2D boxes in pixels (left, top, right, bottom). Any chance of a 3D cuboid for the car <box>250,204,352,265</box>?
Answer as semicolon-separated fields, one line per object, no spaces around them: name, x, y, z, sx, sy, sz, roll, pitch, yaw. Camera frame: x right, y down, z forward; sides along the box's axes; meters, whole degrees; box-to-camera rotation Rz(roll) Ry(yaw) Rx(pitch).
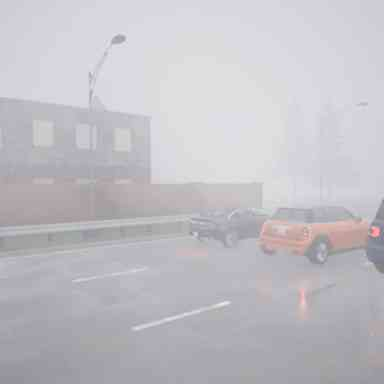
car;4.444;1.180;11.282;4.553;1.767;2.097;-1;1;-35

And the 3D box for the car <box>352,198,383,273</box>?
car;6.773;1.044;8.642;5.566;2.045;2.150;-1;1;-35

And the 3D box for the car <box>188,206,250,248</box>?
car;2.124;1.326;13.928;4.902;1.511;2.128;-1;1;-35
